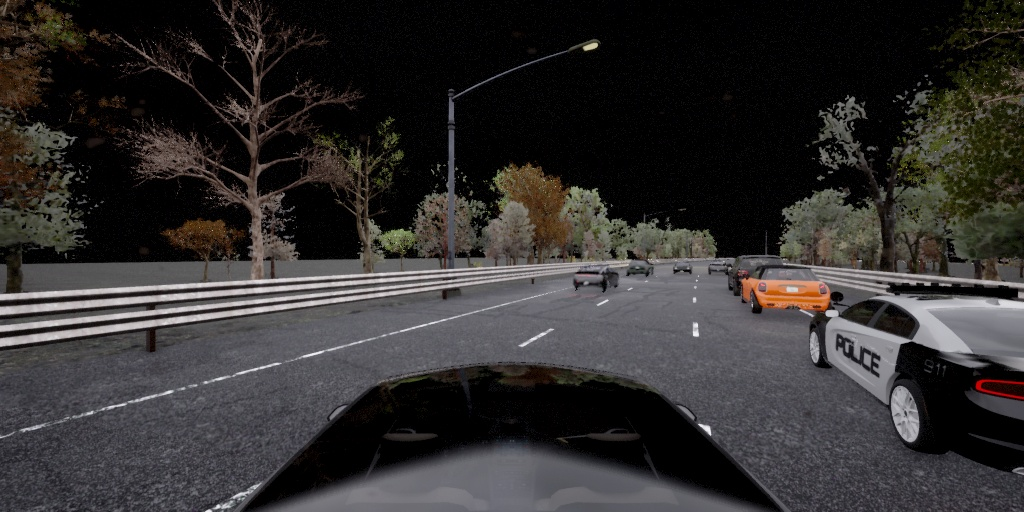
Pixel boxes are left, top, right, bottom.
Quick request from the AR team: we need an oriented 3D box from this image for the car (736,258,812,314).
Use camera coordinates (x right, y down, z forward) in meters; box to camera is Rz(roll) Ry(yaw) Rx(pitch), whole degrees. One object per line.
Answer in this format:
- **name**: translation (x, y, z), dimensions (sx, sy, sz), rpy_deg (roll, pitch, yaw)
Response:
- **car**: translation (9.979, 1.102, 13.428), dimensions (2.097, 1.767, 4.553), rpy_deg (0, 0, 27)

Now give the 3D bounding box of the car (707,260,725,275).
- **car**: translation (22.585, 1.262, 39.278), dimensions (2.128, 1.511, 4.902), rpy_deg (0, 0, 30)

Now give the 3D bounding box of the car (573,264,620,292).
- **car**: translation (5.082, 1.244, 21.259), dimensions (2.128, 1.511, 4.902), rpy_deg (0, 0, 27)

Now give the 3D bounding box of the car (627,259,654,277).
- **car**: translation (13.083, 1.116, 36.347), dimensions (2.097, 1.767, 4.553), rpy_deg (0, 0, 28)

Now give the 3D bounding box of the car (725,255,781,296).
- **car**: translation (12.711, 0.978, 18.753), dimensions (2.150, 2.045, 5.566), rpy_deg (0, 0, 27)

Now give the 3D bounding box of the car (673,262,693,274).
- **car**: translation (19.476, 1.370, 40.763), dimensions (1.895, 1.301, 4.718), rpy_deg (0, 0, 29)

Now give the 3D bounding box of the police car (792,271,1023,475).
- **police car**: translation (5.624, 1.175, 4.721), dimensions (1.930, 1.638, 5.238), rpy_deg (0, 0, 26)
